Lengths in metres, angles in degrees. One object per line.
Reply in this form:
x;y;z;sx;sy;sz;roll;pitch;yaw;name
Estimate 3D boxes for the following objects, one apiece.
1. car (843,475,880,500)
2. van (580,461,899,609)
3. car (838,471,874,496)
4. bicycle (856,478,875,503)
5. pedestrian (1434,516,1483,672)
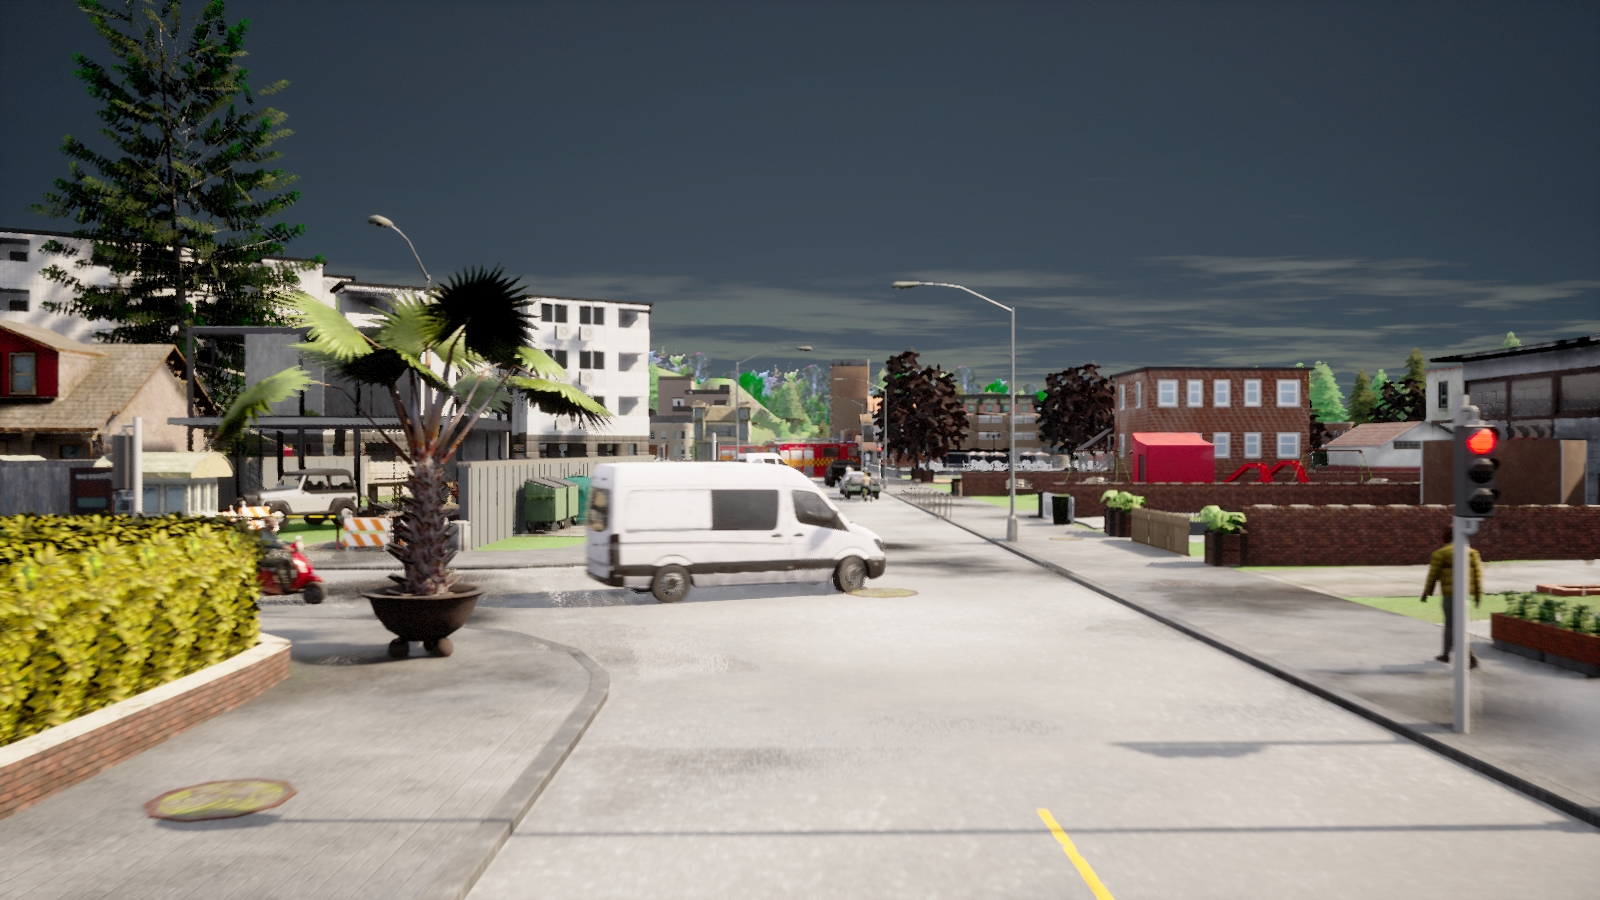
3.509;2.155;65.938;1.895;1.301;4.718;0;0;0;car
-1.145;1.534;22.393;5.915;2.561;1.988;0;1;-24;van
3.503;2.081;72.481;2.002;1.442;4.674;0;0;0;car
3.504;2.158;61.123;0.859;1.276;1.487;0;0;-1;bicycle
8.030;1.744;13.944;0.375;1.860;0.375;0;0;-2;pedestrian
